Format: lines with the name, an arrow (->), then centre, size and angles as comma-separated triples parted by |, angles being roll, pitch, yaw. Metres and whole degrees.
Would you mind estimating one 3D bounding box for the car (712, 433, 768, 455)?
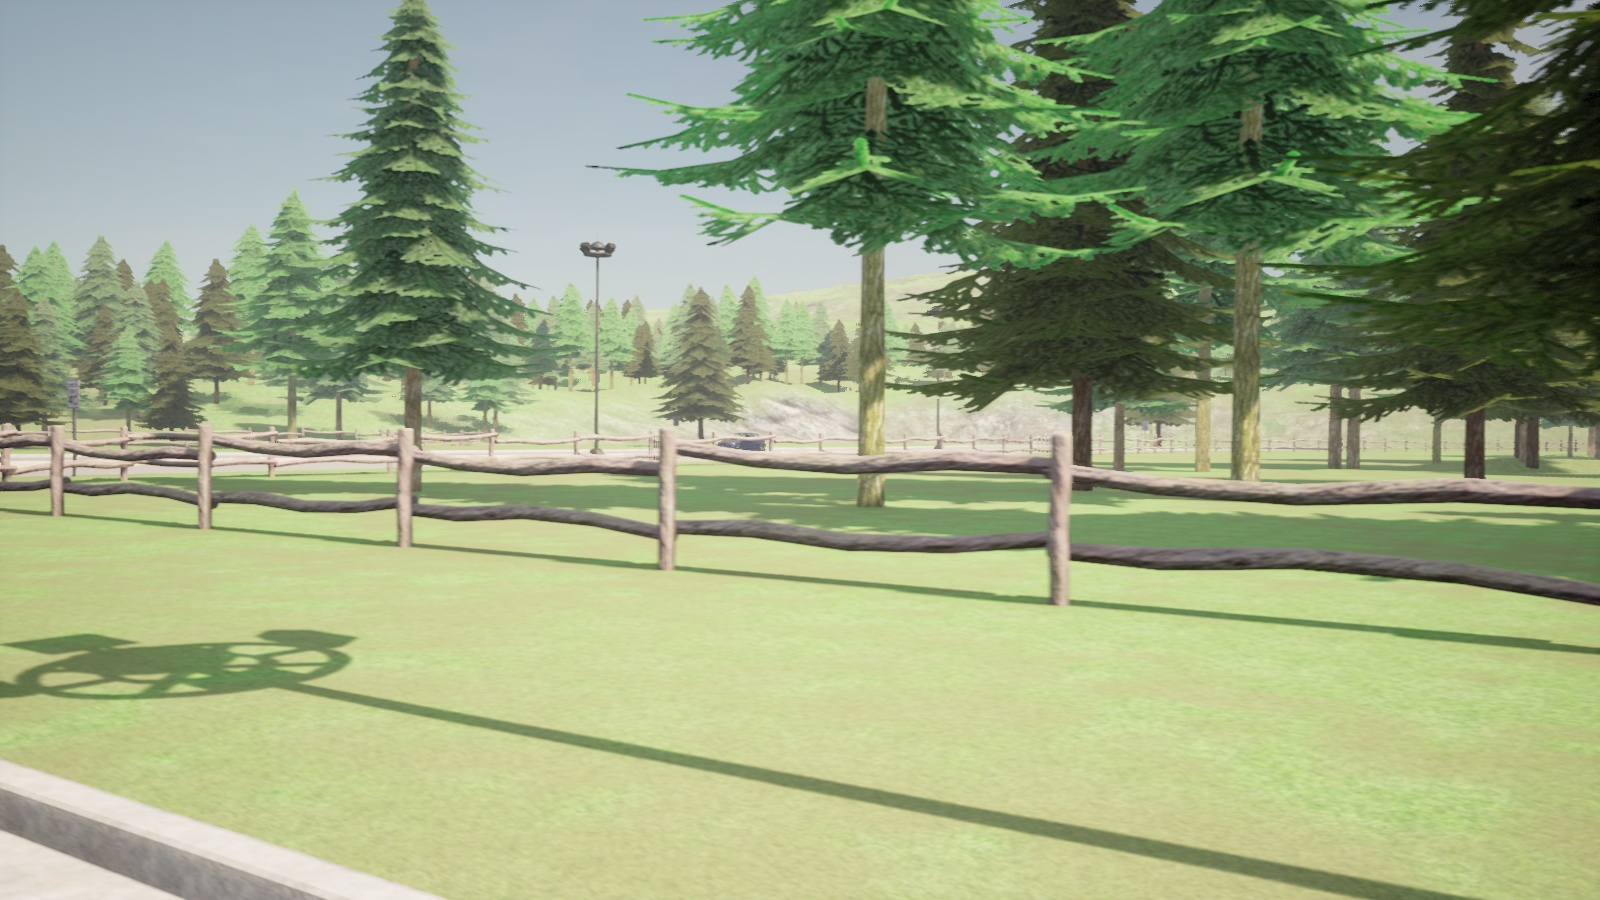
car -> -4.219, -0.439, 89.545 | 1.816, 1.474, 4.193 | 0, 1, 34
